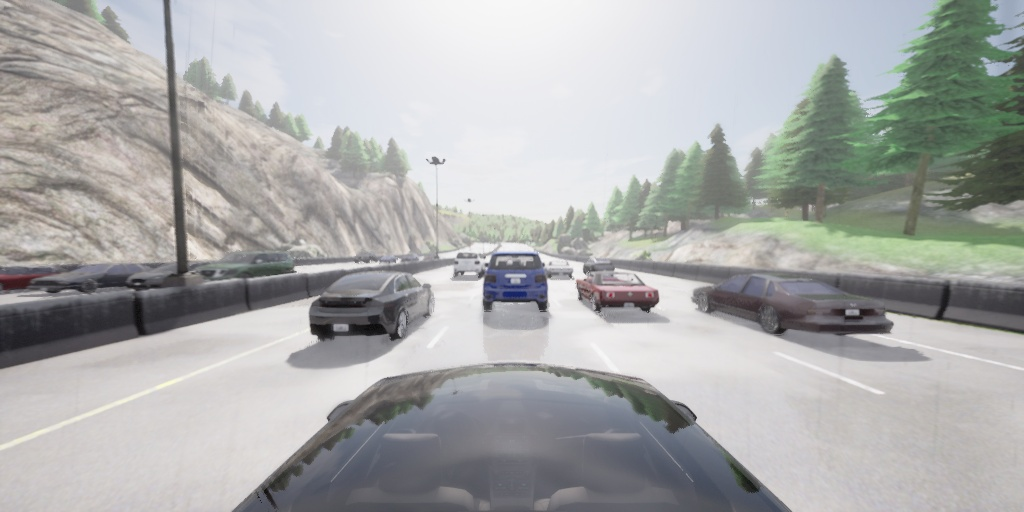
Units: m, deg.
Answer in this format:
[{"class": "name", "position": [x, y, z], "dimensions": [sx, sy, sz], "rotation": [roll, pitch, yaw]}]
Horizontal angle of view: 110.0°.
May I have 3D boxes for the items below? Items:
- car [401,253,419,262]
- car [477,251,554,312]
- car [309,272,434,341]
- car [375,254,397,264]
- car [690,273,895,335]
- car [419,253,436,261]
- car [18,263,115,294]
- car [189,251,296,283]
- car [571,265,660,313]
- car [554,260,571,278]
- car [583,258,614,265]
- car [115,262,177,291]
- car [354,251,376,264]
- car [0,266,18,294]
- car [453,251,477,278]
[{"class": "car", "position": [-17.444, 0.330, 61.790], "dimensions": [2.097, 1.767, 4.553], "rotation": [0, 1, 1]}, {"class": "car", "position": [0.114, 0.818, 13.590], "dimensions": [2.150, 2.045, 5.566], "rotation": [0, 1, 0]}, {"class": "car", "position": [-3.396, 1.153, 9.552], "dimensions": [1.837, 1.490, 4.892], "rotation": [0, 1, 0]}, {"class": "car", "position": [-20.947, 0.515, 60.755], "dimensions": [1.812, 1.442, 4.674], "rotation": [0, 1, 1]}, {"class": "car", "position": [7.109, 1.191, 9.997], "dimensions": [2.033, 1.411, 5.357], "rotation": [0, 1, 0]}, {"class": "car", "position": [-13.946, 0.328, 61.917], "dimensions": [2.097, 1.767, 4.553], "rotation": [0, 1, 1]}, {"class": "car", "position": [-21.078, 1.077, 18.797], "dimensions": [2.033, 1.411, 5.357], "rotation": [0, 1, 0]}, {"class": "car", "position": [-14.077, 0.745, 19.276], "dimensions": [2.150, 2.045, 5.566], "rotation": [0, 1, 0]}, {"class": "car", "position": [3.613, 1.203, 13.246], "dimensions": [1.895, 1.301, 4.718], "rotation": [0, 1, 0]}, {"class": "car", "position": [3.634, 1.003, 28.735], "dimensions": [1.895, 1.301, 4.718], "rotation": [0, 1, 0]}, {"class": "car", "position": [7.135, 0.879, 29.870], "dimensions": [2.128, 1.511, 4.902], "rotation": [0, 1, 0]}, {"class": "car", "position": [-17.577, 1.029, 19.249], "dimensions": [1.837, 1.490, 4.892], "rotation": [0, 1, 0]}, {"class": "car", "position": [-24.444, 0.219, 60.204], "dimensions": [2.150, 2.045, 5.566], "rotation": [0, 1, 1]}, {"class": "car", "position": [-24.579, 1.141, 17.938], "dimensions": [1.895, 1.301, 4.718], "rotation": [0, 1, 0]}, {"class": "car", "position": [-3.365, 0.618, 29.168], "dimensions": [2.150, 2.045, 5.566], "rotation": [0, 1, 0]}]
